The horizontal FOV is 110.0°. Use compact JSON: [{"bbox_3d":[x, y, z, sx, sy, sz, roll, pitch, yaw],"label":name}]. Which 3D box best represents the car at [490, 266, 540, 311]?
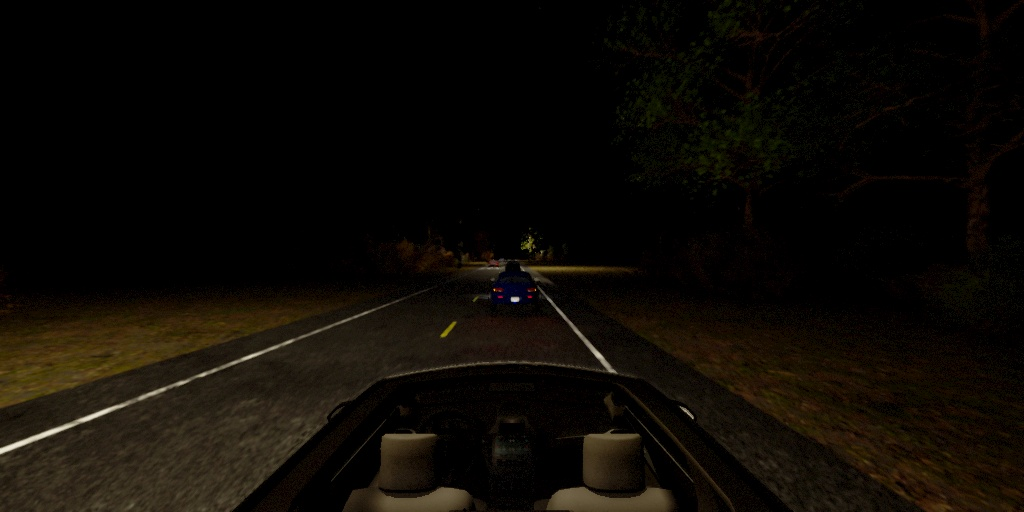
[{"bbox_3d":[0.107,1.328,14.671,1.812,1.442,4.674,0,0,0],"label":"car"}]

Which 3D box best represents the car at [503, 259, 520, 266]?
[{"bbox_3d":[0.117,1.388,47.386,1.882,1.535,5.008,0,0,0],"label":"car"}]
